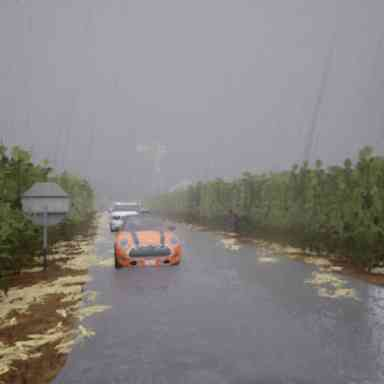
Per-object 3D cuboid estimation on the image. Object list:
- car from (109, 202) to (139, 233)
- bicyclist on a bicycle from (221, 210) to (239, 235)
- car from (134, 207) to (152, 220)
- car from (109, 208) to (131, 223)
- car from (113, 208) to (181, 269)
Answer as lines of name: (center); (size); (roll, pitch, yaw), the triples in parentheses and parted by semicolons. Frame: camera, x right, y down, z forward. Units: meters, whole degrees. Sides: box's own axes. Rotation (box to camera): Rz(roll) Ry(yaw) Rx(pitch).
car: (-4.807, 1.779, 24.317); (2.150, 2.045, 5.566); (0, -2, -14)
bicyclist on a bicycle: (2.649, 1.953, 21.457); (1.656, 1.620, 0.582); (0, -1, -15)
car: (-6.436, 2.794, 43.498); (1.882, 1.535, 5.008); (0, -2, -14)
car: (-8.080, 2.536, 37.000); (2.128, 1.511, 4.902); (0, -3, -14)
car: (-1.768, 1.634, 12.363); (2.097, 1.767, 4.553); (0, -2, -13)
